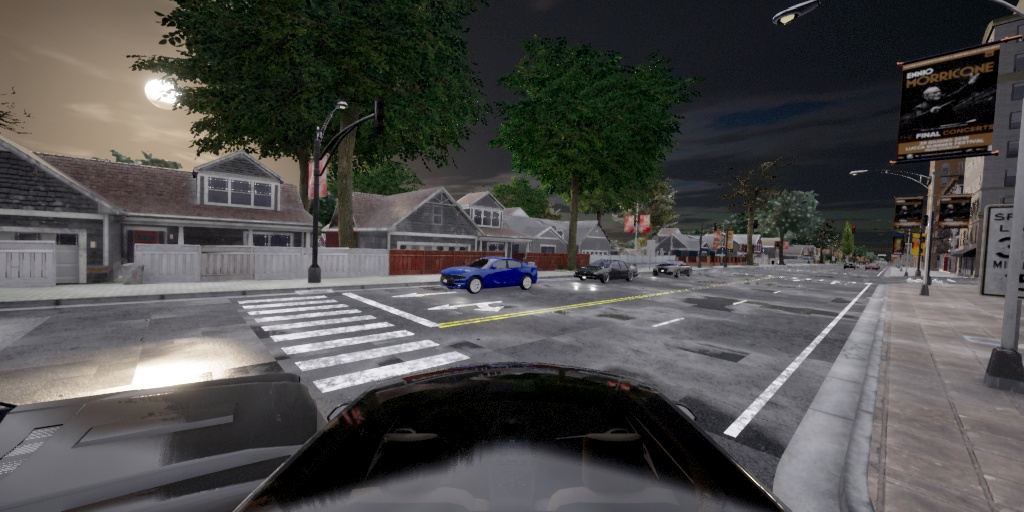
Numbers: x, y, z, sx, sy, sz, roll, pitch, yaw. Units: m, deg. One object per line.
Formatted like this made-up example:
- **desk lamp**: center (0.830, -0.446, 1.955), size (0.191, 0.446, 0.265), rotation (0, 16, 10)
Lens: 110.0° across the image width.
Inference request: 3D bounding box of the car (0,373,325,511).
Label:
- **car**: center (-3.318, 1.273, 1.430), size (4.718, 1.301, 1.895), rotation (1, 2, -33)

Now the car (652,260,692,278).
- **car**: center (13.577, 1.029, 30.263), size (4.181, 1.385, 1.994), rotation (1, 2, -44)

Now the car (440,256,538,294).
- **car**: center (-0.945, 0.778, 16.588), size (5.008, 1.535, 1.882), rotation (1, 2, -43)

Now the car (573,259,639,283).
- **car**: center (6.301, 0.928, 23.425), size (5.357, 1.411, 2.033), rotation (1, 2, -43)
